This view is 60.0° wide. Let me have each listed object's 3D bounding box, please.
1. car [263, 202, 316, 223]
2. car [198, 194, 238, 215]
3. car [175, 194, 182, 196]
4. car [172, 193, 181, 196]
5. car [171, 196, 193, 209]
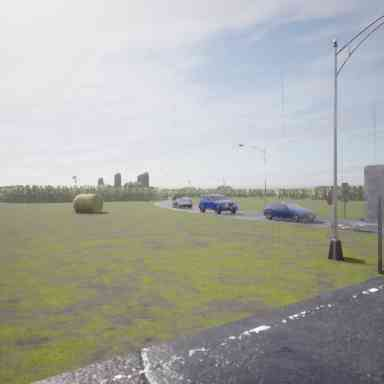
[{"bbox_3d":[7.681,1.559,26.615,1.812,1.442,4.674,-1,0,-30],"label":"car"},{"bbox_3d":[2.710,1.280,36.140,2.150,2.045,5.566,-1,0,-27],"label":"car"},{"bbox_3d":[-1.265,1.585,56.804,1.812,1.442,4.674,-1,0,-12],"label":"car"},{"bbox_3d":[-3.041,1.297,66.977,2.150,2.045,5.566,0,0,-6],"label":"car"},{"bbox_3d":[-1.452,1.623,46.882,2.033,1.411,5.357,-1,0,-18],"label":"car"}]
